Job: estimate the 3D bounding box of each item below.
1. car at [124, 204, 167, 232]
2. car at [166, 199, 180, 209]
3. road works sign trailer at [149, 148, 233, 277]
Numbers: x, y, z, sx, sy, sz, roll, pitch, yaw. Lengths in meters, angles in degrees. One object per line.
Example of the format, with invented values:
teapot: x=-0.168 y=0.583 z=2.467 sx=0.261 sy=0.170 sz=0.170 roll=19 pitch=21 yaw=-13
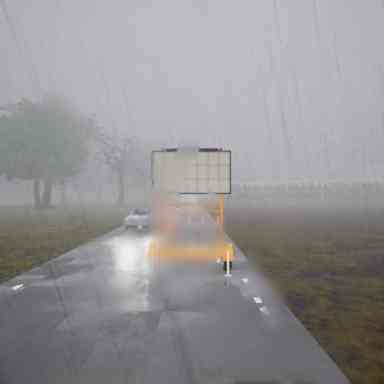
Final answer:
car: x=-2.869 y=1.621 z=20.541 sx=1.895 sy=1.301 sz=4.718 roll=0 pitch=0 yaw=0
car: x=-2.797 y=1.771 z=48.932 sx=1.994 sy=1.385 sz=4.181 roll=0 pitch=-1 yaw=0
road works sign trailer: x=-0.004 y=0.463 z=10.275 sx=2.380 sy=3.560 sz=2.880 roll=0 pitch=0 yaw=1
